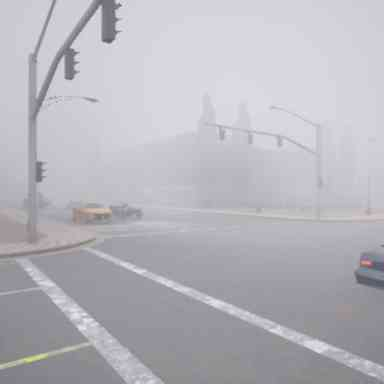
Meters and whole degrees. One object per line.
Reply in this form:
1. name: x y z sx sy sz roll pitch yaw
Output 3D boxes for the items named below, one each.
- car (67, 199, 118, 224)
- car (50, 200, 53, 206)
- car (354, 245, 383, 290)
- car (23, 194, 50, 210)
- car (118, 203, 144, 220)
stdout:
1. car: -7.709 1.493 25.437 1.882 1.535 5.008 0 0 -36
2. car: -24.848 1.578 55.641 2.033 1.411 5.357 0 0 -36
3. car: 6.076 1.565 7.913 5.357 1.411 2.033 0 0 -34
4. car: -20.735 1.237 43.707 2.150 2.045 5.566 0 0 -35
5. car: -6.004 1.623 29.073 1.895 1.301 4.718 0 0 -36
